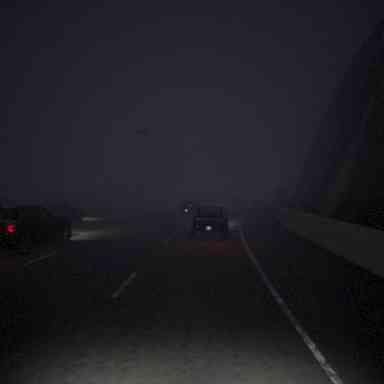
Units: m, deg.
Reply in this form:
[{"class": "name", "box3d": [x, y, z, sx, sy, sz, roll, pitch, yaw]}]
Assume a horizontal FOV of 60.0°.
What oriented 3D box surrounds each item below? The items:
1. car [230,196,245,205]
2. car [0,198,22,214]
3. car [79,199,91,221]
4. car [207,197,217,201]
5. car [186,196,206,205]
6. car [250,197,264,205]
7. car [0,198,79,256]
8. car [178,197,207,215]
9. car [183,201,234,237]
[{"class": "car", "box3d": [8.624, 1.457, 62.672, 2.097, 1.767, 4.553, 1, 0, 22]}, {"class": "car", "box3d": [-18.397, 1.327, 31.475, 1.994, 1.385, 4.181, 1, 0, 10]}, {"class": "car", "box3d": [-9.210, 1.428, 22.812, 2.033, 1.411, 5.357, 1, 0, 9]}, {"class": "car", "box3d": [3.003, 1.559, 58.216, 1.812, 1.442, 4.674, 0, 0, 21]}, {"class": "car", "box3d": [0.845, 1.553, 62.820, 2.033, 1.411, 5.357, 1, 0, 23]}, {"class": "car", "box3d": [12.305, 1.715, 62.433, 1.994, 1.385, 4.181, 1, 0, 22]}, {"class": "car", "box3d": [-6.525, 1.268, 12.992, 2.097, 1.767, 4.553, 1, 0, 5]}, {"class": "car", "box3d": [-0.056, 1.501, 33.754, 1.837, 1.490, 4.892, 0, 0, 12]}, {"class": "car", "box3d": [1.074, 1.504, 18.057, 2.128, 1.511, 4.902, 1, 0, 7]}]
